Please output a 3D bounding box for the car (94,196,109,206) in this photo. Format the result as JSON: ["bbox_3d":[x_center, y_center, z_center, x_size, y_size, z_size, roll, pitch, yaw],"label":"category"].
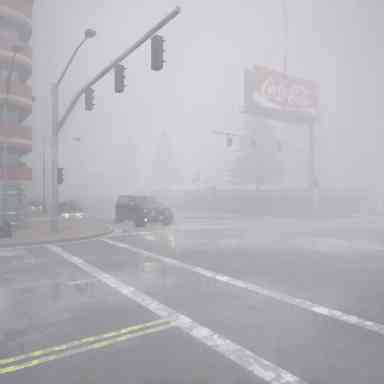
[{"bbox_3d":[-14.487,1.505,56.410,1.837,1.490,4.892,0,0,-36],"label":"car"}]

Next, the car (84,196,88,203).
[{"bbox_3d":[-20.557,1.564,58.857,1.994,1.385,4.181,0,0,-36],"label":"car"}]

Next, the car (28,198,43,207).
[{"bbox_3d":[-24.262,1.564,51.787,1.994,1.385,4.181,0,0,-35],"label":"car"}]

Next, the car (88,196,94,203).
[{"bbox_3d":[-19.974,1.478,64.040,1.882,1.535,5.008,0,0,-36],"label":"car"}]

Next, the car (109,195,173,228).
[{"bbox_3d":[-3.412,1.221,22.471,2.150,2.045,5.566,0,0,-34],"label":"car"}]

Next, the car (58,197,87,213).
[{"bbox_3d":[-13.596,1.564,36.851,1.994,1.385,4.181,0,0,-36],"label":"car"}]
